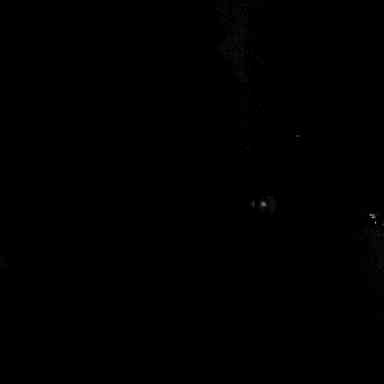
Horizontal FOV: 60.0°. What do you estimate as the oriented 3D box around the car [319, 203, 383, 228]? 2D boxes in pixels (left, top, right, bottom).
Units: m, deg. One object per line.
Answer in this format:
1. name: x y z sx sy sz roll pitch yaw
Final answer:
1. car: 12.003 1.682 24.905 2.097 1.767 4.553 1 -1 -36
